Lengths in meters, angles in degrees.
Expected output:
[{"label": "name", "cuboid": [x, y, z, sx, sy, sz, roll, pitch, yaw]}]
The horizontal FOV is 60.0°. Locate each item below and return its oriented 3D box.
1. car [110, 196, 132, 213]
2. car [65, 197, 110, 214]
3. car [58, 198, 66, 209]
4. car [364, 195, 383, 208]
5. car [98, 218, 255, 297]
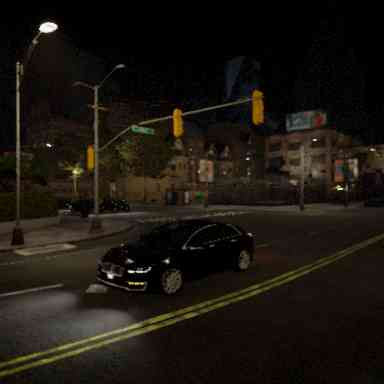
[{"label": "car", "cuboid": [-9.107, 1.587, 38.842, 4.892, 1.490, 1.837, 0, 0, 41]}, {"label": "car", "cuboid": [-11.446, 1.591, 36.238, 4.892, 1.490, 1.837, 0, 0, 41]}, {"label": "car", "cuboid": [-17.793, 1.625, 46.379, 4.892, 1.490, 1.837, 0, 0, 41]}, {"label": "car", "cuboid": [26.564, 1.460, 48.385, 2.097, 1.535, 5.008, 0, 0, 41]}, {"label": "car", "cuboid": [-0.123, 1.518, 8.831, 1.837, 1.490, 4.892, 2, 1, 41]}]
